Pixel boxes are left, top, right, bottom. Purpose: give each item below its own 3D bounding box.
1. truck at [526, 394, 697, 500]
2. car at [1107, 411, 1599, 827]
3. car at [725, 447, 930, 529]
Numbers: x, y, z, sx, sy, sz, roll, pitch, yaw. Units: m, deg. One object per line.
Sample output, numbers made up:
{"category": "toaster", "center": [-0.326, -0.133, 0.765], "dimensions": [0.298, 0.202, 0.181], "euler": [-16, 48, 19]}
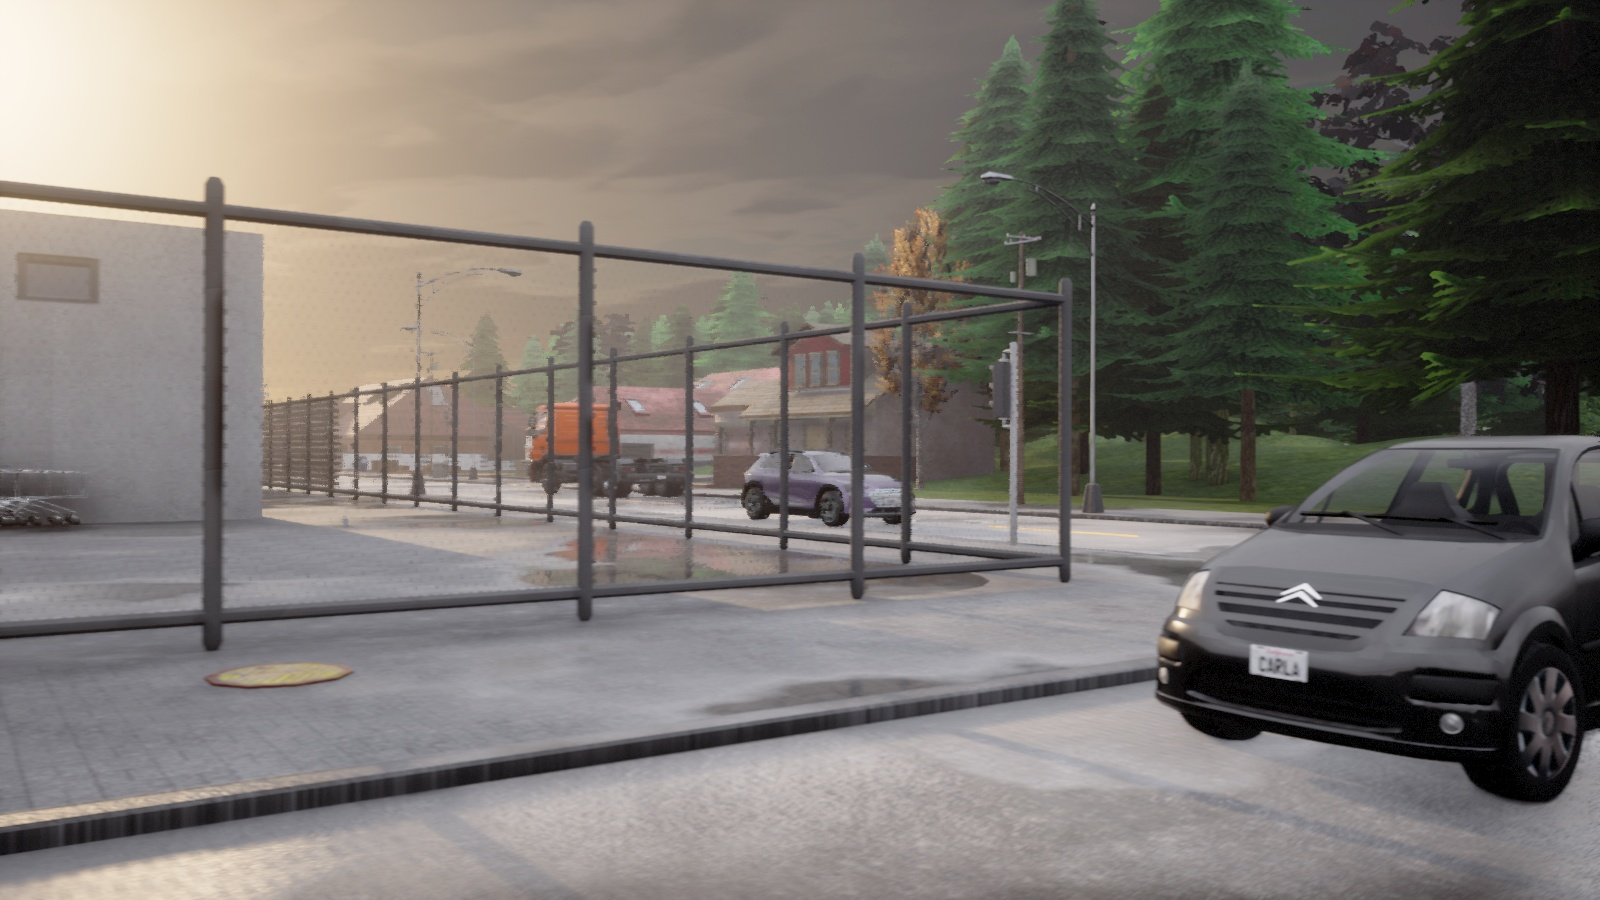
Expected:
{"category": "truck", "center": [-6.977, -0.081, 45.419], "dimensions": [2.891, 3.462, 7.936], "euler": [0, 0, -35]}
{"category": "car", "center": [3.699, 0.662, 6.831], "dimensions": [3.988, 1.617, 1.851], "euler": [0, 0, -38]}
{"category": "car", "center": [0.496, 0.766, 27.632], "dimensions": [2.033, 1.649, 4.856], "euler": [0, 0, -35]}
